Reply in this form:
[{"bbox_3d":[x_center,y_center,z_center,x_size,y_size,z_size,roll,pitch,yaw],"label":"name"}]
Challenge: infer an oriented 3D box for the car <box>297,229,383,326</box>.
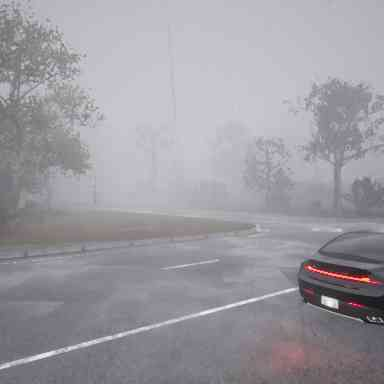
[{"bbox_3d":[4.172,1.505,6.694,4.892,1.490,1.837,0,0,-35],"label":"car"}]
